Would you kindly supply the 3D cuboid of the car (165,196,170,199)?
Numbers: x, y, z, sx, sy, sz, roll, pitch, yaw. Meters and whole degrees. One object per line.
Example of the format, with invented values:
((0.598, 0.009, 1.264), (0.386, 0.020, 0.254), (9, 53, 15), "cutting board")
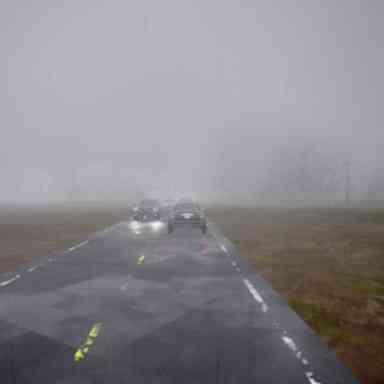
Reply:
((-4.482, 1.536, 68.274), (2.033, 1.411, 5.357), (0, 0, -1), "car")

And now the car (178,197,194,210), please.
((-0.808, 1.473, 42.826), (1.882, 1.535, 5.008), (0, 0, -1), "car")

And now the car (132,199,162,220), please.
((-3.669, 1.355, 27.932), (2.097, 1.767, 4.553), (0, 0, -1), "car")

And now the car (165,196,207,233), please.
((-0.295, 1.350, 19.845), (2.097, 1.767, 4.553), (0, 0, -1), "car")
